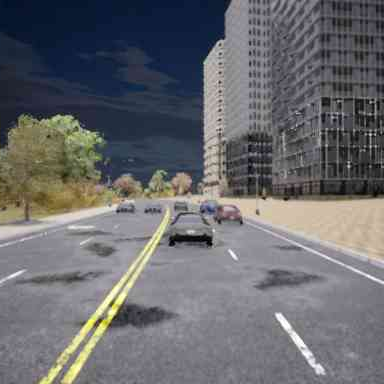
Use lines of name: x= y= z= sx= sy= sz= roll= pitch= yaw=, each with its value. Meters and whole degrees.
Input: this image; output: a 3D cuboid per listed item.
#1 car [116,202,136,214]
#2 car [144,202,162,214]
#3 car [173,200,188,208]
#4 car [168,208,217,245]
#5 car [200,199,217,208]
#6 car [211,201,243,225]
car: x=-7.799 y=1.829 z=39.472 sx=1.994 sy=1.385 sz=4.181 roll=0 pitch=0 yaw=-3
car: x=-4.541 y=1.830 z=39.445 sx=1.994 sy=1.385 sz=4.181 roll=0 pitch=0 yaw=-3
car: x=-1.667 y=1.824 z=47.782 sx=2.128 sy=1.511 sz=4.902 roll=0 pitch=0 yaw=-4
car: x=-0.097 y=1.665 z=16.100 sx=1.994 sy=1.385 sz=4.181 roll=0 pitch=0 yaw=-1
car: x=2.109 y=1.619 z=39.186 sx=2.097 sy=1.767 sz=4.553 roll=0 pitch=-1 yaw=-3
car: x=2.779 y=1.697 z=25.931 sx=1.812 sy=1.442 sz=4.674 roll=0 pitch=0 yaw=-2
